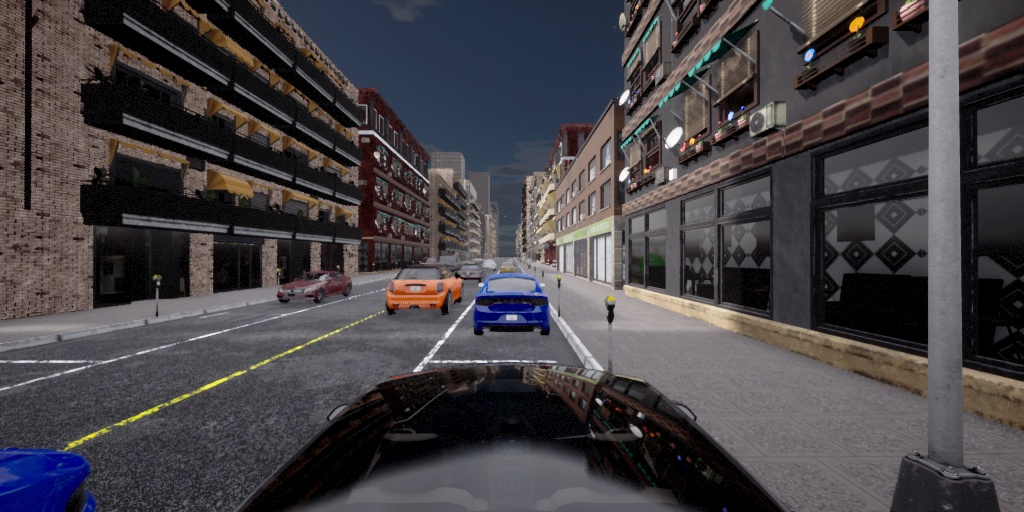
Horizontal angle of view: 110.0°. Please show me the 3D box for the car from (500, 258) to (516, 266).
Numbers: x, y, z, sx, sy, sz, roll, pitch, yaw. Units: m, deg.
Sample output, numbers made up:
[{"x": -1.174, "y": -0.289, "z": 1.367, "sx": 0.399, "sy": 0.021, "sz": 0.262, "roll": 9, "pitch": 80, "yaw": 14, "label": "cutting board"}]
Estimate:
[{"x": -0.456, "y": 1.275, "z": 39.173, "sx": 1.751, "sy": 1.417, "sz": 4.829, "roll": 0, "pitch": 0, "yaw": 0, "label": "car"}]

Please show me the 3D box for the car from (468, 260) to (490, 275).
[{"x": -3.062, "y": 1.298, "z": 27.621, "sx": 2.033, "sy": 1.411, "sz": 5.357, "roll": 0, "pitch": 0, "yaw": 0, "label": "car"}]

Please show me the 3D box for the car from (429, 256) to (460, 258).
[{"x": -6.240, "y": 0.972, "z": 35.184, "sx": 2.150, "sy": 2.045, "sz": 5.566, "roll": 0, "pitch": 0, "yaw": 0, "label": "car"}]

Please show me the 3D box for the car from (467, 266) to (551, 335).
[{"x": -0.005, "y": 1.228, "z": 10.499, "sx": 1.882, "sy": 1.535, "sz": 5.008, "roll": 0, "pitch": 0, "yaw": 0, "label": "car"}]

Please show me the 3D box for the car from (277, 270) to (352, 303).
[{"x": -8.837, "y": 1.333, "z": 16.462, "sx": 1.802, "sy": 1.307, "sz": 4.207, "roll": 0, "pitch": 0, "yaw": 0, "label": "car"}]

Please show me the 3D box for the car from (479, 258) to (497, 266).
[{"x": -3.061, "y": 1.274, "z": 48.794, "sx": 1.812, "sy": 1.442, "sz": 4.674, "roll": 0, "pitch": 0, "yaw": 0, "label": "car"}]

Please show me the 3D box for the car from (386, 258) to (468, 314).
[{"x": -3.146, "y": 1.101, "z": 13.806, "sx": 2.097, "sy": 1.767, "sz": 4.553, "roll": 0, "pitch": 0, "yaw": 0, "label": "car"}]
